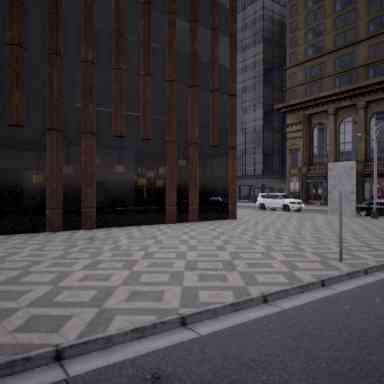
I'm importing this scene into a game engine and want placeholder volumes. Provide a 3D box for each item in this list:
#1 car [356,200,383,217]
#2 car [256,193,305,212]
[{"bbox_3d":[16.088,1.459,27.623,1.837,1.490,4.892,0,0,-36],"label":"car"},{"bbox_3d":[9.618,1.144,36.708,2.150,2.045,5.566,0,0,-36],"label":"car"}]
